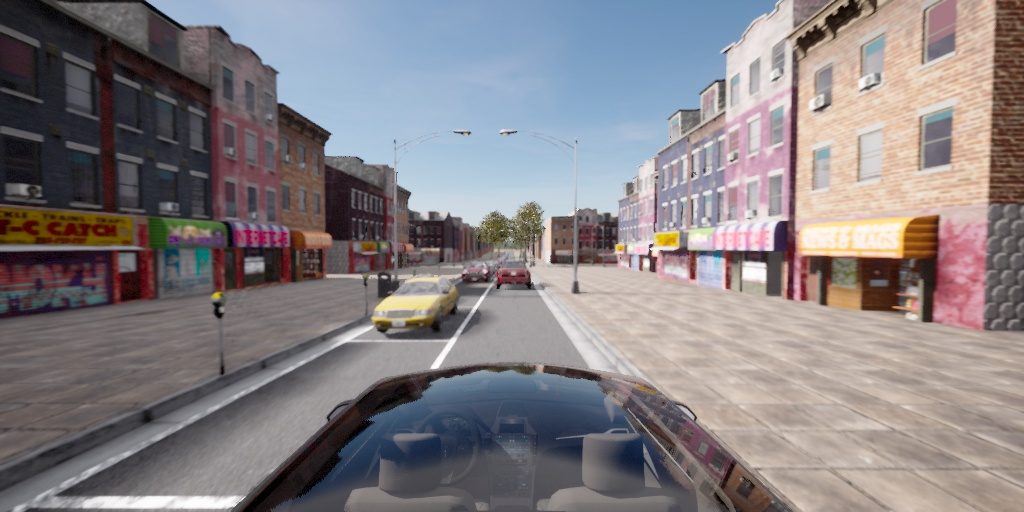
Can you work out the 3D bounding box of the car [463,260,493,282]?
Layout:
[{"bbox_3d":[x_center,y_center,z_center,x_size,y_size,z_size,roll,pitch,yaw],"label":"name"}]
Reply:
[{"bbox_3d":[-2.629,1.115,27.291,1.967,1.591,4.097,0,0,0],"label":"car"}]

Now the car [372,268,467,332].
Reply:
[{"bbox_3d":[-2.635,1.236,10.781,1.751,1.417,4.829,0,0,0],"label":"car"}]

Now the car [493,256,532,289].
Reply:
[{"bbox_3d":[0.105,1.032,22.786,2.097,1.767,4.553,0,0,0],"label":"car"}]
